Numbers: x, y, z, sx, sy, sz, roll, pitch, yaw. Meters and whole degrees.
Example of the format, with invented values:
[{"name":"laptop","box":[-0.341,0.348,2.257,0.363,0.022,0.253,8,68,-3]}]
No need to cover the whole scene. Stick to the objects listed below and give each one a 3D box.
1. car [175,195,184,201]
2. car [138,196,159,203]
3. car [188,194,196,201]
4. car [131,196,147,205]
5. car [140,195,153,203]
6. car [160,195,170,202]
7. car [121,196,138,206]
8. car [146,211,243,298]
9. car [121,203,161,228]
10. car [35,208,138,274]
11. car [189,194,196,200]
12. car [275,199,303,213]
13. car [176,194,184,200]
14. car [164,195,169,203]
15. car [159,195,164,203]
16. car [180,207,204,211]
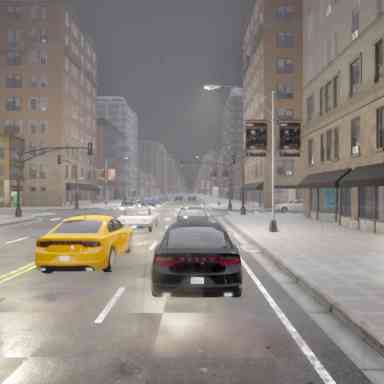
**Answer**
[{"name":"car","box":[-3.230,1.478,80.758,1.837,1.490,4.892,0,0,0]},{"name":"car","box":[-6.573,1.519,50.533,1.812,1.442,4.674,0,0,0]},{"name":"car","box":[0.020,1.456,80.757,1.882,1.535,5.008,0,0,0]},{"name":"car","box":[-9.792,1.480,61.386,2.128,1.511,4.902,0,0,1]},{"name":"car","box":[-9.732,1.509,71.618,2.128,1.511,4.902,0,0,0]},{"name":"car","box":[-6.480,1.469,79.958,1.837,1.490,4.892,0,0,0]},{"name":"car","box":[-9.832,1.497,52.201,1.837,1.490,4.892,0,0,0]},{"name":"car","box":[0.102,1.478,8.590,1.882,1.535,5.008,0,0,0]},{"name":"car","box":[-3.145,1.600,20.372,1.895,1.301,4.718,0,0,0]},{"name":"car","box":[-3.149,1.477,10.636,1.882,1.535,5.008,0,0,0]},{"name":"car","box":[0.022,1.324,91.177,1.882,1.535,5.008,0,0,0]},{"name":"car","box":[11.729,1.560,37.396,4.674,1.442,1.812,0,0,0]},{"name":"car","box":[-3.228,1.386,91.178,2.033,1.411,5.357,0,0,0]},{"name":"car","box":[-6.483,1.525,69.785,2.033,1.411,5.357,0,0,0]},{"name":"car","box":[-6.561,1.516,59.635,1.812,1.442,4.674,0,0,0]},{"name":"car","box":[0.005,1.546,18.408,2.033,1.411,5.357,0,0,0]}]
